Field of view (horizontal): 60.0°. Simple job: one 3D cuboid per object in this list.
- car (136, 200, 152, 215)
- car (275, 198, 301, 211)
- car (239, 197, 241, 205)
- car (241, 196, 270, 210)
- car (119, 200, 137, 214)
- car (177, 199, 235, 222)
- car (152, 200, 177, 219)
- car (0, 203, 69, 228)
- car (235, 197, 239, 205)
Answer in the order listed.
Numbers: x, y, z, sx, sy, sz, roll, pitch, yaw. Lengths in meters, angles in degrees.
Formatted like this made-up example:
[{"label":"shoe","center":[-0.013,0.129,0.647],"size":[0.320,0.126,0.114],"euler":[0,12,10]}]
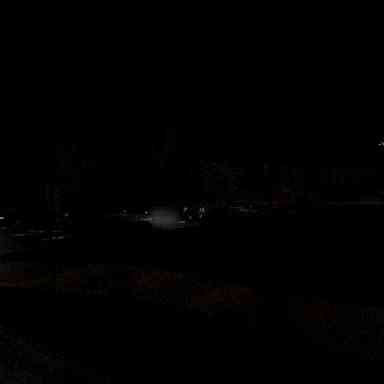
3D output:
[{"label":"car","center":[-2.707,1.548,33.344],"size":[2.033,1.411,5.357],"euler":[0,0,36]},{"label":"car","center":[12.136,1.477,41.805],"size":[1.882,1.535,5.008],"euler":[0,0,36]},{"label":"car","center":[9.609,1.492,50.172],"size":[2.128,1.511,4.902],"euler":[0,0,37]},{"label":"car","center":[8.473,1.564,42.727],"size":[1.994,1.385,4.181],"euler":[0,0,36]},{"label":"car","center":[-5.257,1.547,35.787],"size":[2.033,1.411,5.357],"euler":[0,0,36]},{"label":"car","center":[1.194,1.351,26.809],"size":[2.097,1.767,4.553],"euler":[0,0,36]},{"label":"car","center":[-1.169,1.564,29.509],"size":[1.994,1.385,4.181],"euler":[0,0,36]},{"label":"car","center":[-10.744,1.505,22.303],"size":[1.837,1.490,4.892],"euler":[0,0,36]},{"label":"car","center":[8.339,1.507,54.337],"size":[1.837,1.490,4.892],"euler":[0,-1,37]}]
